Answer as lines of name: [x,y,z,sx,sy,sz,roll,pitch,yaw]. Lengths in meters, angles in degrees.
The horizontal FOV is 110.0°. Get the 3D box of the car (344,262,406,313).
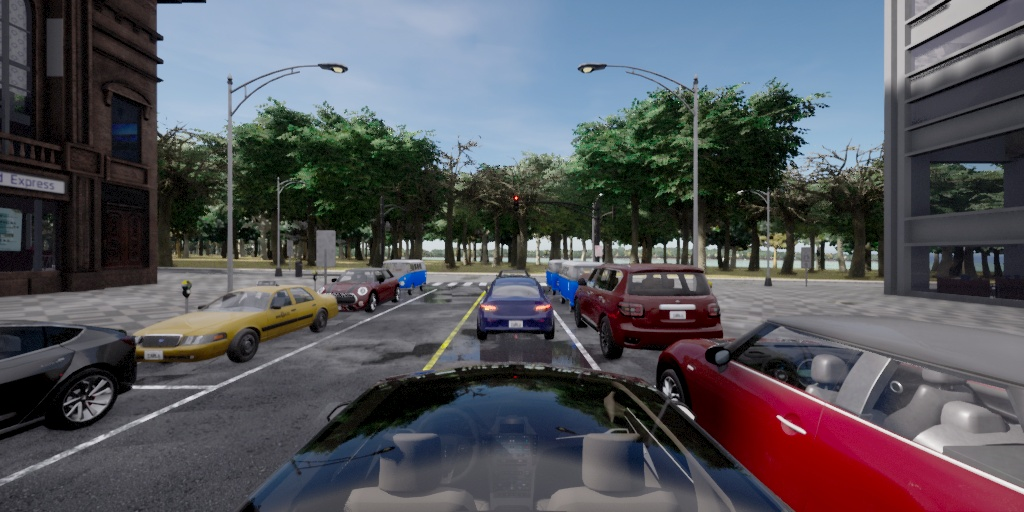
car: [-5.767,1.189,13.787,1.967,1.591,4.097,0,0,0]

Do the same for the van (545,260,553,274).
van: [2.756,1.090,19.228,1.690,1.789,3.998,0,0,0]

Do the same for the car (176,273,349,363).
car: [-5.765,1.275,8.180,1.751,1.417,4.829,0,0,0]

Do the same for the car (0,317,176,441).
car: [-5.763,1.316,2.912,1.948,1.339,4.313,0,0,0]

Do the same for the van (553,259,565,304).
van: [2.758,1.090,13.790,1.690,1.789,3.998,0,0,0]

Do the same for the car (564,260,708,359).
car: [2.760,1.064,8.353,2.192,1.841,5.009,0,0,0]

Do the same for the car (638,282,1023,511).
car: [2.762,1.190,2.915,1.967,1.591,4.097,0,0,0]

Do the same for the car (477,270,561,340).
car: [0.095,1.275,9.890,1.812,1.442,4.674,0,0,0]

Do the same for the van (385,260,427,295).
van: [-5.769,1.090,19.225,1.690,1.789,3.998,0,0,0]
